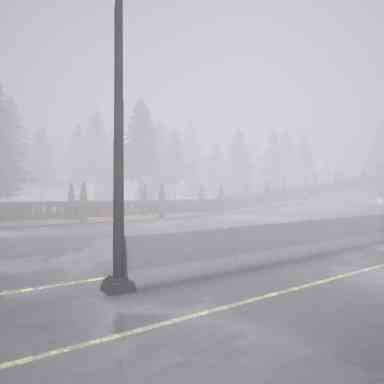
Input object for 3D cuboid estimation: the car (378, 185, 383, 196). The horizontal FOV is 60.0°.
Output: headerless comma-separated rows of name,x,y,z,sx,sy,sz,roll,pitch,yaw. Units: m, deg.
car,22.652,-0.469,37.087,4.902,1.511,2.128,-9,5,-35
